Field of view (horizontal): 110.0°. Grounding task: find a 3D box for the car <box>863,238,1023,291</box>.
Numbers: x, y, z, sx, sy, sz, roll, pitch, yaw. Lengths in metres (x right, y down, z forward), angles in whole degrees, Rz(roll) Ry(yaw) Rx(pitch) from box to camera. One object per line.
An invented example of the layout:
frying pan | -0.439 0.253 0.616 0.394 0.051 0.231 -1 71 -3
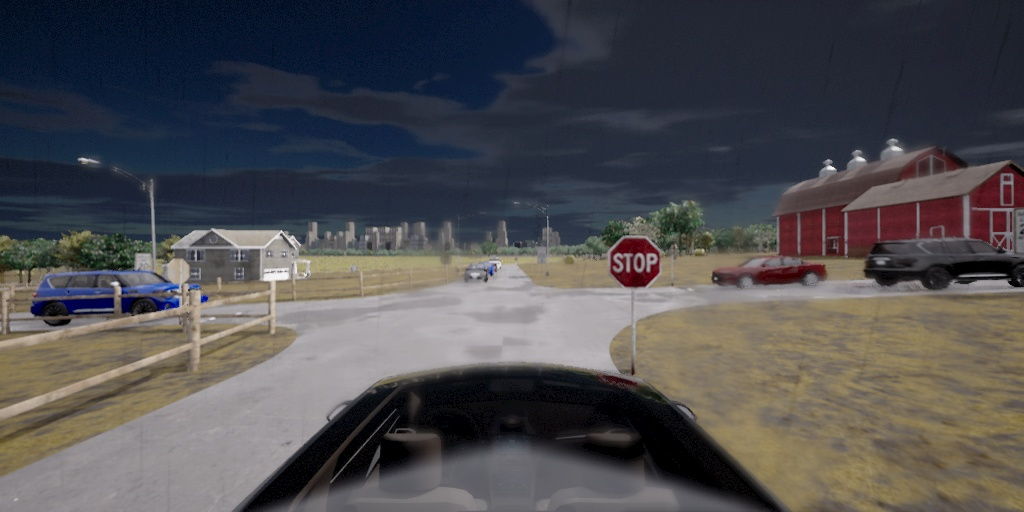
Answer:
car | 18.030 0.285 14.868 5.566 2.045 2.150 -2 0 1

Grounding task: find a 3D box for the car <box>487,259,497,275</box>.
car | -3.006 1.424 39.813 1.882 1.535 5.008 0 0 0

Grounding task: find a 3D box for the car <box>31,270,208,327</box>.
car | -15.783 1.590 14.602 5.566 2.045 2.150 -2 0 -1

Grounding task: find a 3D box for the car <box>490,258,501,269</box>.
car | -3.059 1.332 62.506 2.150 2.045 5.566 0 0 0

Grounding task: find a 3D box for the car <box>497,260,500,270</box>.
car | -3.040 1.576 49.777 1.994 1.385 4.181 0 0 0

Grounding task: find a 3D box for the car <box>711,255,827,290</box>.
car | 12.544 0.761 17.691 5.008 1.535 1.882 -2 0 0

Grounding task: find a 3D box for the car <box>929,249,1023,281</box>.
car | 23.950 0.423 17.758 4.181 1.385 1.994 -2 0 0

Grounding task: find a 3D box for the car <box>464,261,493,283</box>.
car | -2.926 1.386 30.282 2.128 1.511 4.902 0 0 -2
